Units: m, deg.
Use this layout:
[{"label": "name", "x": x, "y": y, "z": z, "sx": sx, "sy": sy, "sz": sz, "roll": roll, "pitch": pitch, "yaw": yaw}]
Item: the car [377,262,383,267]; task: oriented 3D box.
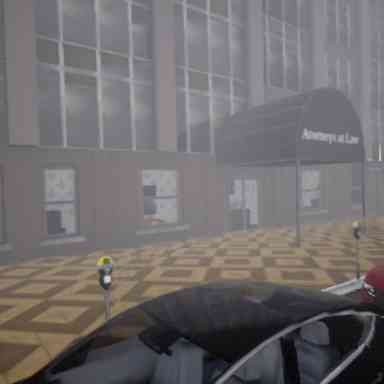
[{"label": "car", "x": 4.700, "y": 1.372, "z": 5.753, "sx": 4.507, "sy": 1.381, "sz": 1.887, "roll": -2, "pitch": 1, "yaw": -35}]

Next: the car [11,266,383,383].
[{"label": "car", "x": 0.056, "y": 1.529, "z": 2.480, "sx": 4.313, "sy": 1.339, "sz": 1.947, "roll": -2, "pitch": 1, "yaw": -35}]
